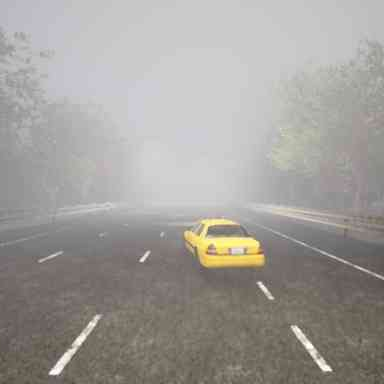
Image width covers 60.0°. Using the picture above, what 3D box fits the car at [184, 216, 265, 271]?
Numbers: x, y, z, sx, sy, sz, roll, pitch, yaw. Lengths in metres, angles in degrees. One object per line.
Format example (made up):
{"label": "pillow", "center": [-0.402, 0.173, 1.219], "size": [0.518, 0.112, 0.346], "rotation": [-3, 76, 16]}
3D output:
{"label": "car", "center": [0.837, 1.597, 11.487], "size": [1.801, 1.575, 5.366], "rotation": [1, -1, -9]}
